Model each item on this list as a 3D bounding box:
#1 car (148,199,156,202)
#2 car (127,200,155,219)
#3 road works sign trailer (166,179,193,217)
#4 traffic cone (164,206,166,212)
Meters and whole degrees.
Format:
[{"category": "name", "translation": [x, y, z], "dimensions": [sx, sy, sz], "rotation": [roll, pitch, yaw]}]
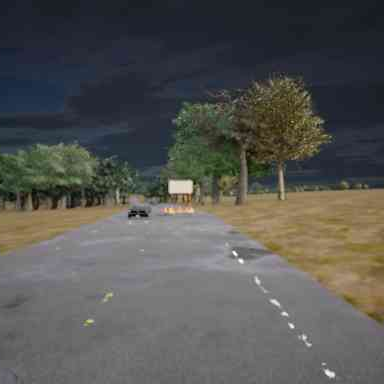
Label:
[{"category": "car", "translation": [-8.791, 2.208, 70.695], "dimensions": [2.033, 1.411, 5.357], "rotation": [0, -1, -8]}, {"category": "car", "translation": [-4.562, 1.673, 29.479], "dimensions": [1.895, 1.301, 4.718], "rotation": [0, 0, -4]}, {"category": "road works sign trailer", "translation": [-1.097, 0.552, 32.433], "dimensions": [2.380, 3.560, 2.880], "rotation": [0, 0, -4]}, {"category": "traffic cone", "translation": [-3.126, 2.111, 39.286], "dimensions": [0.340, 0.580, 0.340], "rotation": [0, -1, -4]}]
